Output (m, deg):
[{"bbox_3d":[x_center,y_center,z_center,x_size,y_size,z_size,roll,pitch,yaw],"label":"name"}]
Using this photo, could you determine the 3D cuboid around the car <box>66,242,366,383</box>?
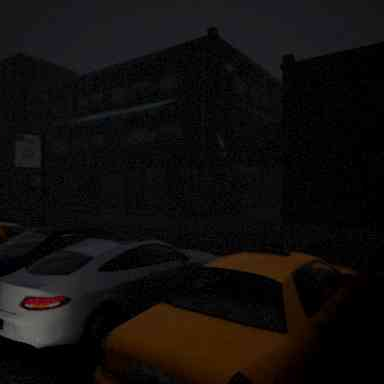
[{"bbox_3d":[1.192,1.477,4.732,1.946,1.575,5.366,0,0,35],"label":"car"}]

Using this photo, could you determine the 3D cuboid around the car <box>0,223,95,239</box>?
[{"bbox_3d":[-3.336,1.534,7.737,2.002,1.452,4.674,-1,0,35],"label":"car"}]

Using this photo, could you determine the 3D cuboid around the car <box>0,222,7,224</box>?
[{"bbox_3d":[-5.486,1.510,9.494,1.946,1.575,5.366,-1,0,35],"label":"car"}]

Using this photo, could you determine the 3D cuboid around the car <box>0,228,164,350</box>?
[{"bbox_3d":[-1.175,1.523,6.189,2.002,1.452,4.674,0,0,35],"label":"car"}]
